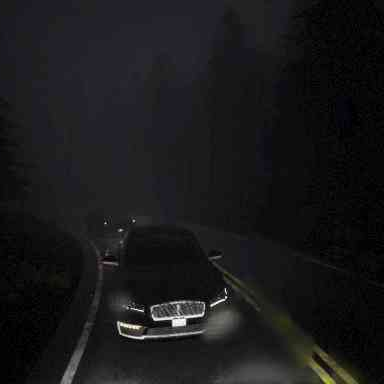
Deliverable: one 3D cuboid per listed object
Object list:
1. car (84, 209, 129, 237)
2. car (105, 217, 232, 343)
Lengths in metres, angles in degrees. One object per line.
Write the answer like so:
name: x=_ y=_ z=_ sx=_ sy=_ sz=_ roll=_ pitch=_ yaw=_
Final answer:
car: x=-4.645 y=1.613 z=18.563 sx=1.895 sy=1.301 sz=4.718 roll=-3 pitch=1 yaw=-29
car: x=-0.649 y=1.495 z=6.829 sx=1.837 sy=1.490 sz=4.892 roll=-1 pitch=0 yaw=-11
